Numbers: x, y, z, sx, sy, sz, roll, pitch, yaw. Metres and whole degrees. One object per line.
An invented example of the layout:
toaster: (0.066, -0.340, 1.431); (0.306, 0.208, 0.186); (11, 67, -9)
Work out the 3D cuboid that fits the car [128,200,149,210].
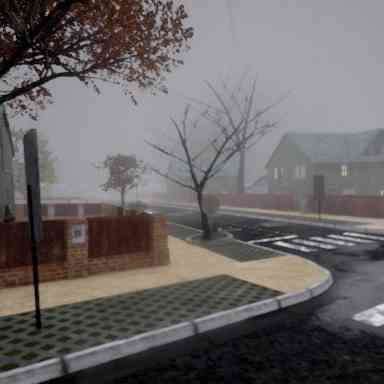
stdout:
car: (-7.129, 1.773, 44.084); (1.895, 1.301, 4.718); (-3, 1, -22)
